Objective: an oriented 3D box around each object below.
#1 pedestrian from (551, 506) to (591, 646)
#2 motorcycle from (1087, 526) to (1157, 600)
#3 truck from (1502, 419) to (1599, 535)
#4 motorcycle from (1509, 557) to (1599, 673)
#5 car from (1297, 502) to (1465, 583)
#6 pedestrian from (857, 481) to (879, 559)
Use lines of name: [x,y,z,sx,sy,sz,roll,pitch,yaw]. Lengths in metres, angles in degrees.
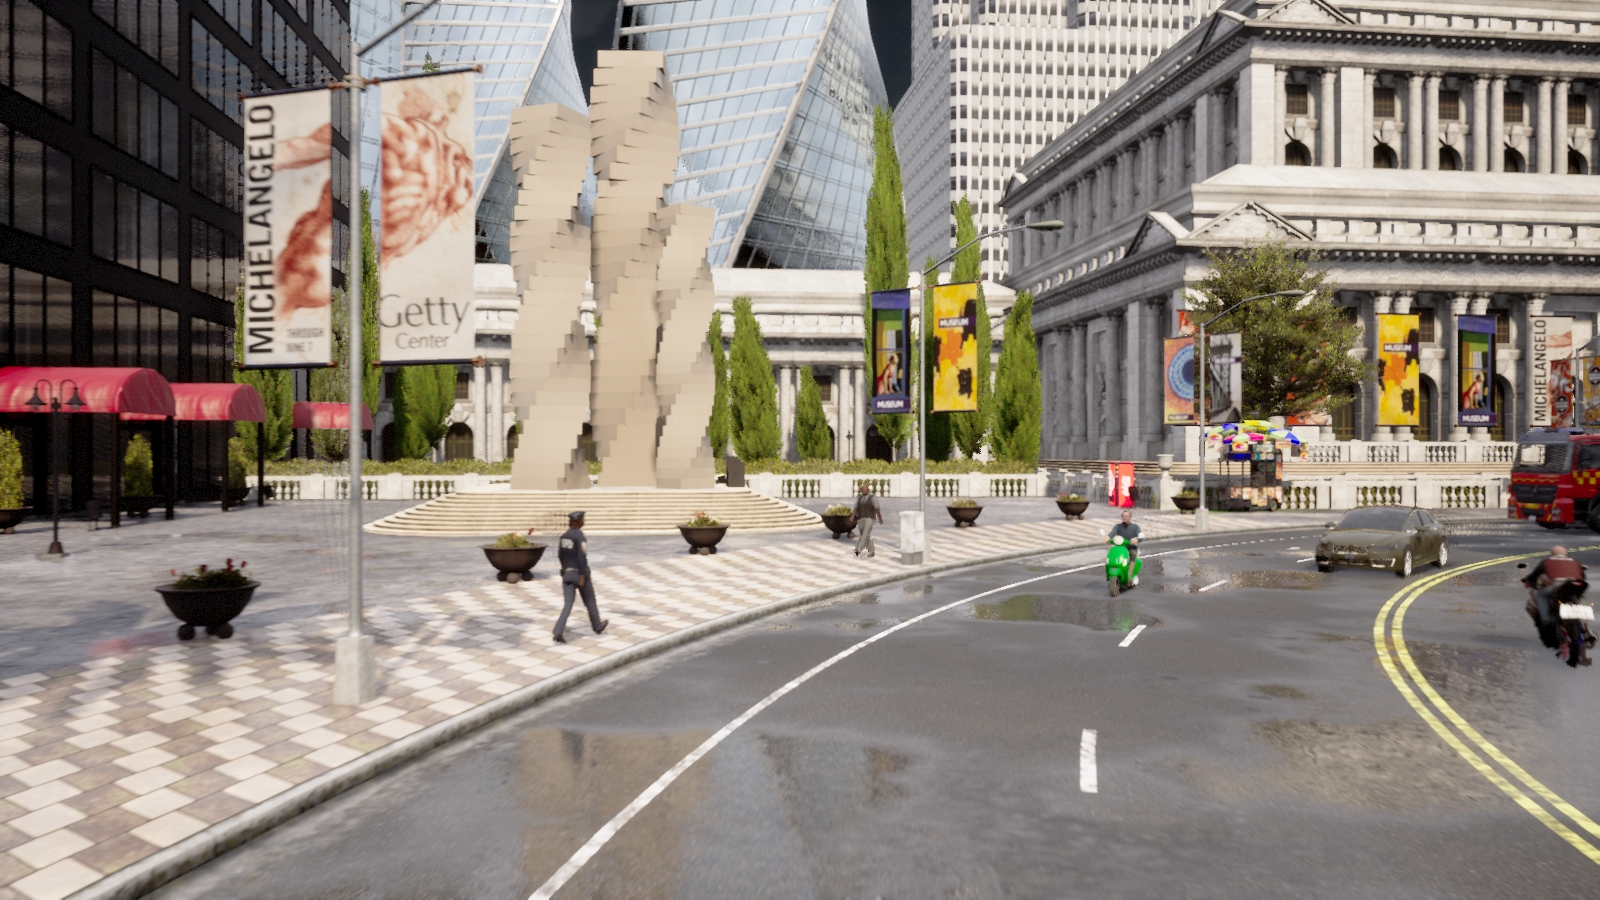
pedestrian: [-3.109,1.697,15.538,0.375,1.860,0.375,0,0,32]
motorcycle: [6.318,2.184,22.351,0.856,1.236,1.805,1,1,30]
truck: [29.262,0.898,39.505,8.468,3.827,2.891,0,0,-5]
motorcycle: [10.373,2.208,15.608,0.867,1.251,2.209,0,0,24]
car: [13.627,2.065,26.654,2.231,1.480,4.892,0,0,43]
pedestrian: [1.654,1.698,27.752,0.375,1.860,0.375,0,0,36]
